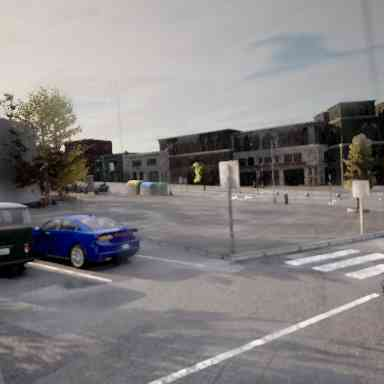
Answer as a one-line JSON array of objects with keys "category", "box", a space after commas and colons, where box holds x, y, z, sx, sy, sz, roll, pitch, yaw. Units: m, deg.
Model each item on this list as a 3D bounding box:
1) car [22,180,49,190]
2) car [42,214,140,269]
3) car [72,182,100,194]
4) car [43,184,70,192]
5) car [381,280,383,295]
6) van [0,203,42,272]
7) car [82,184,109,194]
[{"category": "car", "box": [-30.177, -1.336, 64.348, 2.231, 1.521, 4.892, 1, 6, 12]}, {"category": "car", "box": [-3.996, 1.505, 11.296, 5.008, 1.535, 2.097, -1, -1, 35]}, {"category": "car", "box": [-17.799, -0.720, 56.322, 2.231, 1.521, 4.892, 1, 6, 15]}, {"category": "car", "box": [-25.197, -1.222, 61.159, 2.185, 1.767, 4.553, 0, 6, 13]}, {"category": "car", "box": [6.099, 1.560, 7.201, 5.357, 1.411, 2.033, 0, 0, -37]}, {"category": "van", "box": [-6.544, 1.276, 9.634, 4.442, 1.987, 1.878, -1, -1, 35]}, {"category": "car", "box": [-15.379, -0.554, 54.614, 2.163, 1.488, 4.792, 1, 6, 15]}]
